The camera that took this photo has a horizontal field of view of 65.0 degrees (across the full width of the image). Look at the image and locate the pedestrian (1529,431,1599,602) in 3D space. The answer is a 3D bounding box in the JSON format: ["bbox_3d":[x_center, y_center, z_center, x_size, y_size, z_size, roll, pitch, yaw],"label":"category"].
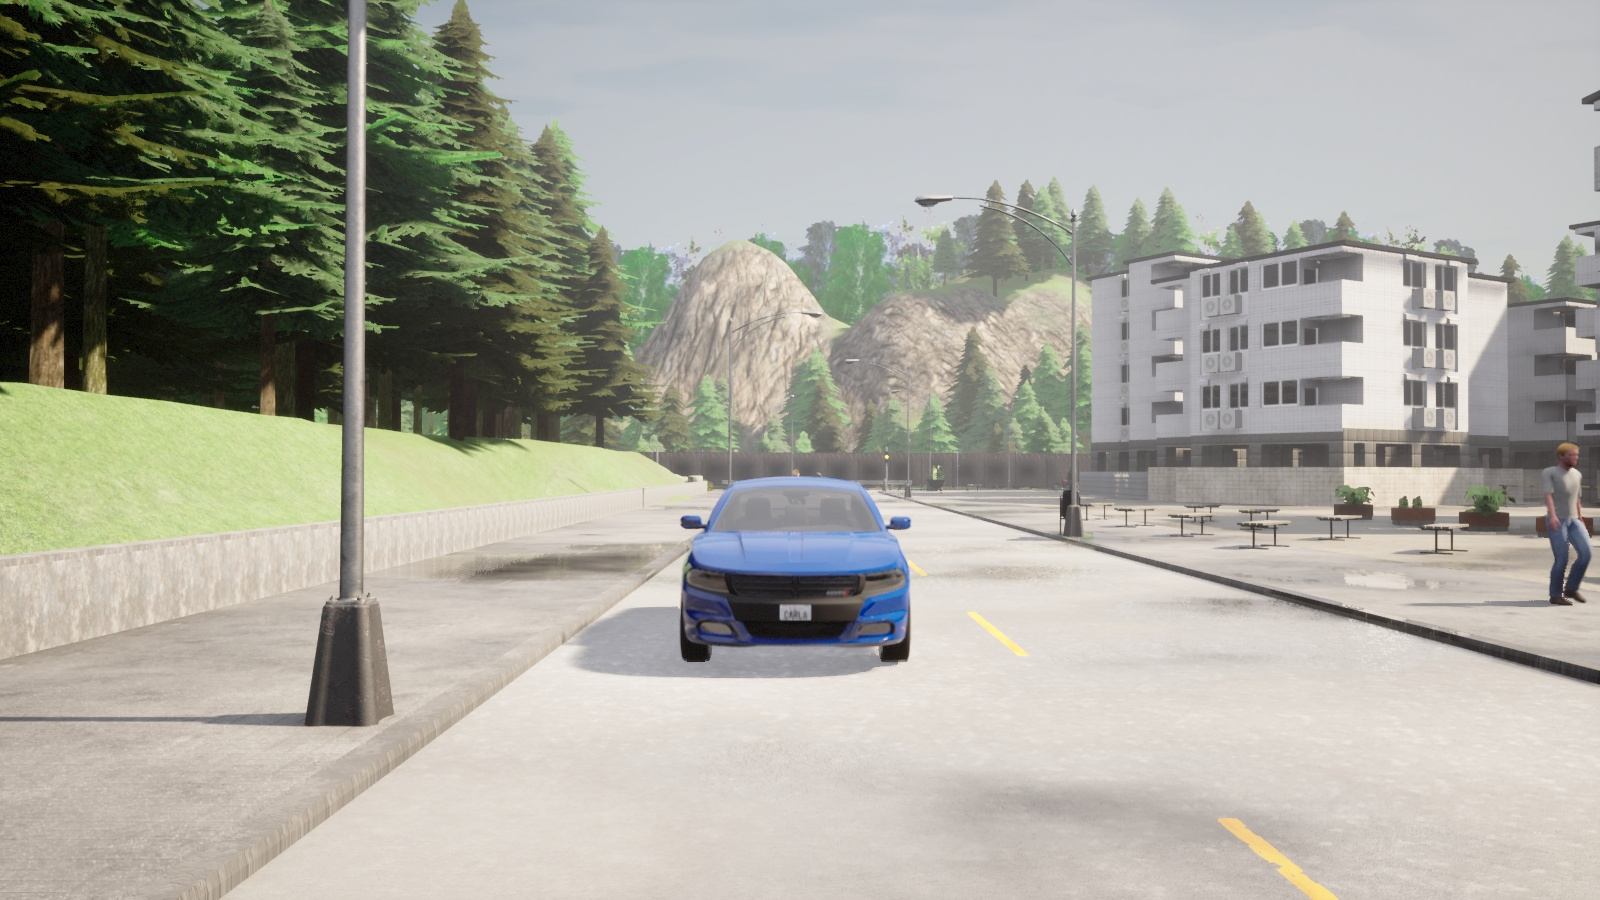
[{"bbox_3d":[8.524,0.722,13.936,0.354,1.836,0.706,0,-1,-12],"label":"pedestrian"}]

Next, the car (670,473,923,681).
[{"bbox_3d":[-0.032,0.991,11.868,1.882,1.535,5.008,0,-1,0],"label":"car"}]
